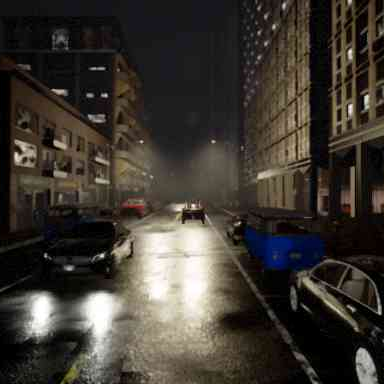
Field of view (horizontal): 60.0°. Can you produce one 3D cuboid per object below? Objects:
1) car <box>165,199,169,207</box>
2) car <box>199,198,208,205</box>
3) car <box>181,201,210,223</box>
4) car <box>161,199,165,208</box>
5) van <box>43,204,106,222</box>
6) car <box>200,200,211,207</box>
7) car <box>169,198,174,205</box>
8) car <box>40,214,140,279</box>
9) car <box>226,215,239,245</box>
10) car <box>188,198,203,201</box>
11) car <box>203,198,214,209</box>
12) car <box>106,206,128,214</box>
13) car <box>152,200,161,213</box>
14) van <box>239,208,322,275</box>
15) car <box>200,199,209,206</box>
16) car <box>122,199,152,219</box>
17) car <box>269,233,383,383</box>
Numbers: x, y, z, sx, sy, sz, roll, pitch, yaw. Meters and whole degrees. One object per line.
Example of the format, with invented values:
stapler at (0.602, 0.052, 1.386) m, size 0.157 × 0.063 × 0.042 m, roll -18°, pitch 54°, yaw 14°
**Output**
car at (-5.673, 2.119, 61.170) m, size 1.752 × 1.417 × 4.829 m, roll 0°, pitch -1°, yaw 0°
car at (2.712, 2.211, 78.283) m, size 1.967 × 1.590 × 4.097 m, roll 0°, pitch -1°, yaw 0°
car at (0.107, 1.756, 27.780) m, size 2.128 × 1.511 × 4.902 m, roll 0°, pitch 0°, yaw 0°
car at (-5.675, 2.033, 50.043) m, size 2.008 × 1.369 × 4.403 m, roll 0°, pitch -1°, yaw 0°
van at (-5.685, 1.494, 16.156) m, size 1.690 × 1.788 × 3.998 m, roll 0°, pitch -1°, yaw 0°
car at (2.709, 2.219, 66.985) m, size 1.947 × 1.339 × 4.313 m, roll 0°, pitch -1°, yaw 0°
car at (-5.670, 2.257, 72.637) m, size 1.887 × 1.381 × 4.507 m, roll 0°, pitch -1°, yaw 0°
car at (-3.001, 1.625, 10.467) m, size 1.812 × 1.442 × 4.674 m, roll 0°, pitch -1°, yaw 0°
car at (2.695, 1.719, 16.151) m, size 1.947 × 1.339 × 4.313 m, roll 0°, pitch -1°, yaw 0°
car at (0.115, 1.787, 45.271) m, size 2.097 × 1.767 × 4.553 m, roll 0°, pitch -1°, yaw 0°
car at (2.706, 2.120, 55.689) m, size 1.802 × 1.307 × 4.206 m, roll 0°, pitch -1°, yaw 0°
car at (-5.684, 1.789, 21.802) m, size 1.802 × 1.307 × 4.206 m, roll 0°, pitch -1°, yaw 0°
car at (-5.677, 1.992, 44.395) m, size 1.947 × 1.339 × 4.313 m, roll 0°, pitch -1°, yaw 0°
van at (2.694, 1.440, 10.505) m, size 1.690 × 1.788 × 3.998 m, roll 0°, pitch -1°, yaw 0°
car at (2.710, 2.294, 72.635) m, size 1.802 × 1.307 × 4.206 m, roll 0°, pitch -1°, yaw 0°
car at (-5.681, 1.631, 33.101) m, size 2.192 × 1.841 × 5.009 m, roll 0°, pitch -1°, yaw 0°
car at (2.692, 1.597, 4.854) m, size 2.008 × 1.369 × 4.403 m, roll 0°, pitch -1°, yaw 0°
